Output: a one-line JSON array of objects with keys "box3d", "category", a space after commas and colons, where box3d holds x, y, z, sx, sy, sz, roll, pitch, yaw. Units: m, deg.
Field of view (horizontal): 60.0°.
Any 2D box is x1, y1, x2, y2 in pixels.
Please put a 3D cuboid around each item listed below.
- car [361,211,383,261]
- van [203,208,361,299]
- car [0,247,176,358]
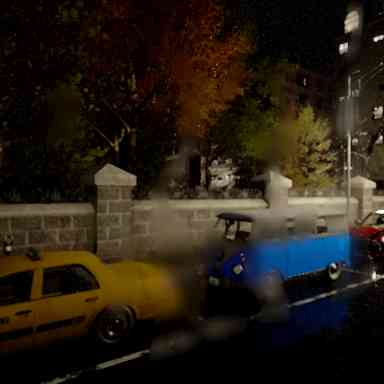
[{"box3d": [6.722, 1.375, 11.362, 4.097, 1.590, 1.967, 0, 1, -36], "category": "car"}, {"box3d": [2.157, 1.307, 8.095, 3.998, 1.788, 1.690, 0, 1, -36], "category": "van"}, {"box3d": [-2.547, 1.522, 4.732, 4.829, 1.417, 1.752, 0, 1, -36], "category": "car"}]
